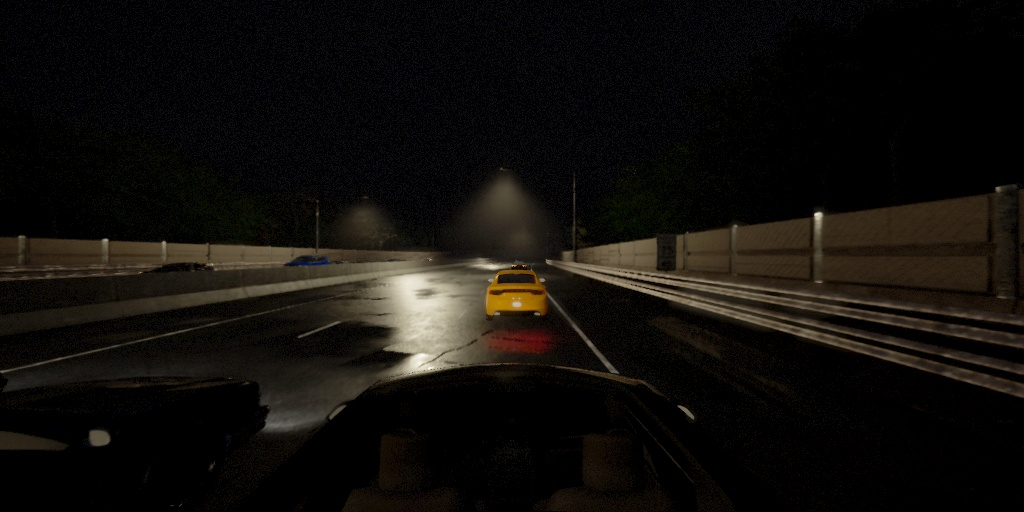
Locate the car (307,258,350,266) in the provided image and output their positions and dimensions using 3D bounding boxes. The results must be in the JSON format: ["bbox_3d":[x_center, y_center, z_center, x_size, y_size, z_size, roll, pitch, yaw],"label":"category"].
[{"bbox_3d":[-17.105,1.249,34.751,2.128,1.511,4.902,0,0,2],"label":"car"}]

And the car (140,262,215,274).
[{"bbox_3d":[-24.321,1.241,26.262,1.837,1.490,4.892,0,0,1],"label":"car"}]

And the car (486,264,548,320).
[{"bbox_3d":[0.168,1.227,12.671,1.882,1.535,5.008,0,0,1],"label":"car"}]

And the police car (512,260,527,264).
[{"bbox_3d":[0.884,1.309,43.778,2.038,1.542,4.974,0,0,2],"label":"police car"}]

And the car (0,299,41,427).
[{"bbox_3d":[-6.888,1.273,2.216,1.812,1.442,4.674,0,0,0],"label":"car"}]

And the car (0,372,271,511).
[{"bbox_3d":[-3.398,1.296,1.142,2.033,1.411,5.357,0,0,1],"label":"car"}]

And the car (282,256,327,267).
[{"bbox_3d":[-20.572,0.978,36.075,2.150,2.045,5.566,0,0,2],"label":"car"}]
